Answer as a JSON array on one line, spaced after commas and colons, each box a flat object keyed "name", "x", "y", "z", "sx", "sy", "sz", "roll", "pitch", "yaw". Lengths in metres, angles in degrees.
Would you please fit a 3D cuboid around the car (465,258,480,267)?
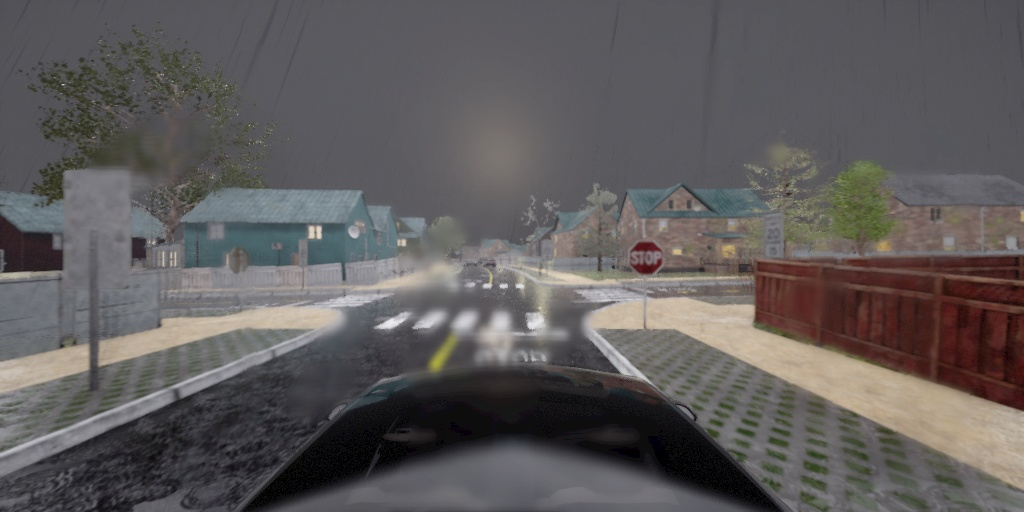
[{"name": "car", "x": -7.324, "y": 1.147, "z": 64.367, "sx": 1.837, "sy": 1.490, "sz": 4.892, "roll": 0, "pitch": 0, "yaw": -10}]

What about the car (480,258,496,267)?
[{"name": "car", "x": -3.788, "y": 1.115, "z": 60.319, "sx": 1.837, "sy": 1.490, "sz": 4.892, "roll": 0, "pitch": 0, "yaw": -10}]
